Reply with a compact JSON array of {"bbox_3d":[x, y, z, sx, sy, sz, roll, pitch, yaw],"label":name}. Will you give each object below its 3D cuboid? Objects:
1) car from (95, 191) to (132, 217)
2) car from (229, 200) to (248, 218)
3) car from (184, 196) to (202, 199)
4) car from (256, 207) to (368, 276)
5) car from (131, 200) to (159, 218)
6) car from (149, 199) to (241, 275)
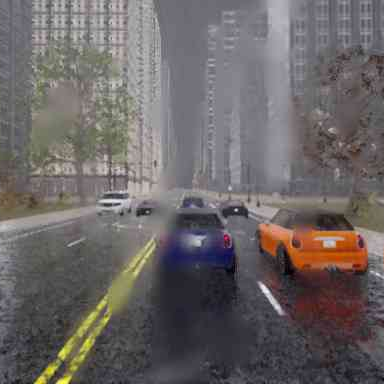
[{"bbox_3d":[-6.596,0.946,28.690,2.150,2.045,5.566,0,1,0],"label":"car"},{"bbox_3d":[3.341,1.304,27.000,1.994,1.385,4.181,0,1,0],"label":"car"},{"bbox_3d":[0.087,1.106,25.645,2.097,1.767,4.553,0,1,0],"label":"car"},{"bbox_3d":[3.336,1.256,10.170,2.097,1.767,4.553,0,0,0],"label":"car"},{"bbox_3d":[-3.346,1.305,26.973,1.994,1.385,4.181,0,1,0],"label":"car"},{"bbox_3d":[0.087,1.255,10.321,2.097,1.767,4.553,0,1,0],"label":"car"}]
